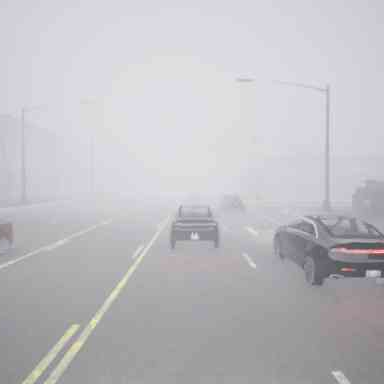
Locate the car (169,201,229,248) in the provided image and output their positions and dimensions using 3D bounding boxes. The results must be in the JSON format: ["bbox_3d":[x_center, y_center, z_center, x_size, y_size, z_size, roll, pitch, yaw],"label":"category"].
[{"bbox_3d":[0.099,1.274,13.714,2.128,1.511,4.902,0,1,0],"label":"car"}]

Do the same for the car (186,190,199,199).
[{"bbox_3d":[0.094,0.410,52.792,1.812,1.442,4.674,0,1,0],"label":"car"}]

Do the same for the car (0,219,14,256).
[{"bbox_3d":[-7.077,1.343,9.403,1.882,1.535,5.008,0,1,0],"label":"car"}]

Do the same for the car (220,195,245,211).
[{"bbox_3d":[3.602,0.953,30.248,2.033,1.411,5.357,0,1,0],"label":"car"}]

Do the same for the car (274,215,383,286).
[{"bbox_3d":[3.600,1.364,9.018,2.128,1.511,4.902,0,1,0],"label":"car"}]
